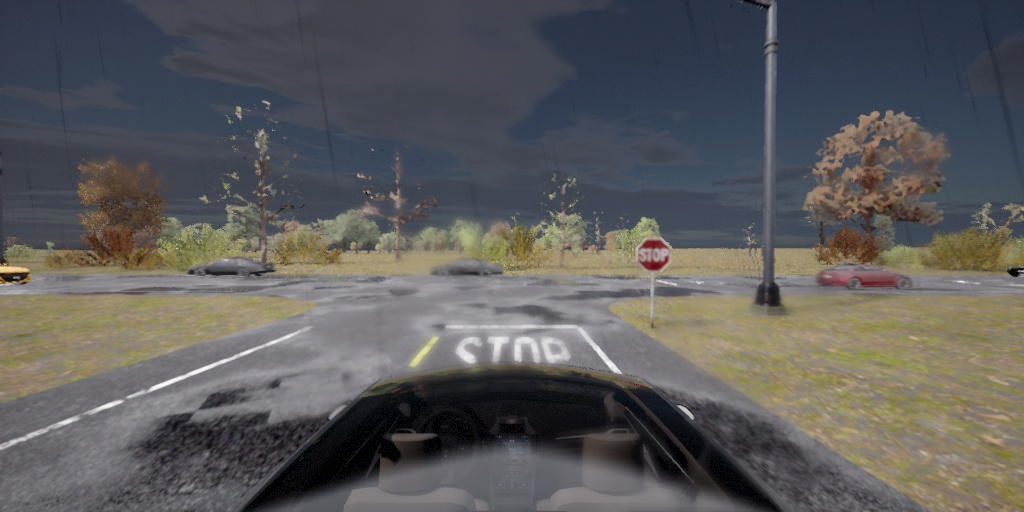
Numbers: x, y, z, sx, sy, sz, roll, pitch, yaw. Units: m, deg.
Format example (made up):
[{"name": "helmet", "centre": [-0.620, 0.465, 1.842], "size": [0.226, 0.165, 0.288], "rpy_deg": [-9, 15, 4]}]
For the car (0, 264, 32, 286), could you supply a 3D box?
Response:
[{"name": "car", "centre": [-28.379, 0.847, 18.683], "size": [5.008, 1.535, 1.882], "rpy_deg": [0, 1, -2]}]

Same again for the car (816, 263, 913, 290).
[{"name": "car", "centre": [19.586, 1.108, 20.026], "size": [4.181, 1.385, 1.994], "rpy_deg": [0, 1, -2]}]

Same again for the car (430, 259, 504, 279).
[{"name": "car", "centre": [-3.233, 0.900, 26.406], "size": [5.357, 1.411, 2.033], "rpy_deg": [0, 1, -1]}]

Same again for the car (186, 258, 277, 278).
[{"name": "car", "centre": [-20.141, 0.829, 25.924], "size": [5.357, 1.411, 2.033], "rpy_deg": [0, 1, -2]}]

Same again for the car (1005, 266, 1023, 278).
[{"name": "car", "centre": [41.517, 1.092, 27.690], "size": [4.718, 1.301, 1.895], "rpy_deg": [0, 1, -2]}]
